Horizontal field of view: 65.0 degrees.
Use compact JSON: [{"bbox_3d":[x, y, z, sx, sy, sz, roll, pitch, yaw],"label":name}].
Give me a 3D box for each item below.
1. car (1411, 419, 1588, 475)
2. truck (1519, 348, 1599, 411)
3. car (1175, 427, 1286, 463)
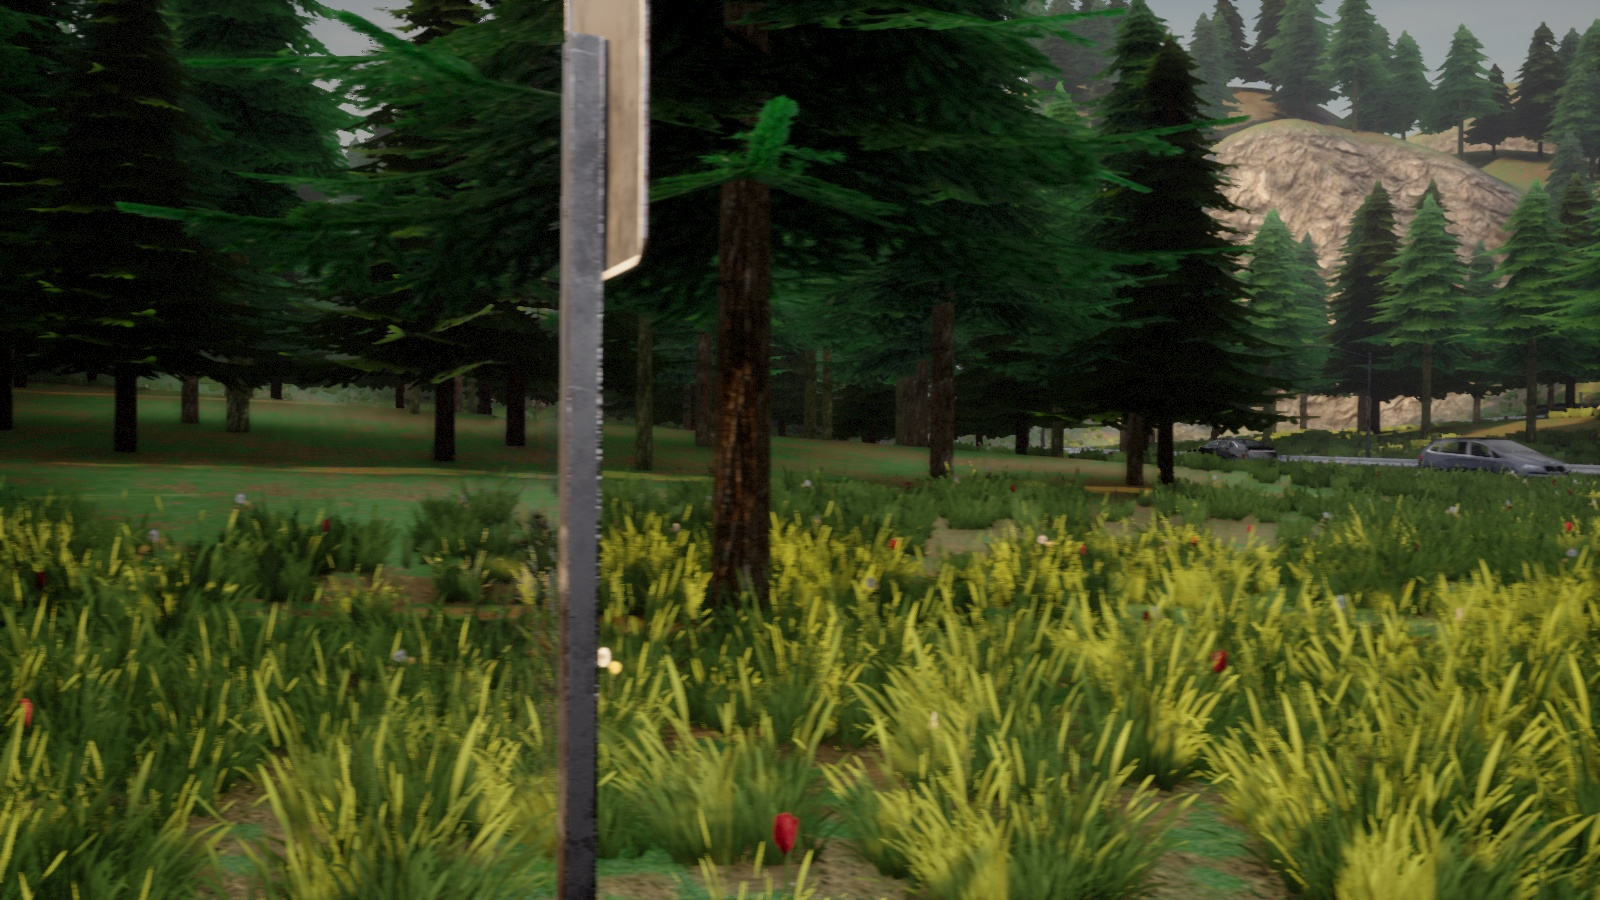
[{"bbox_3d":[22.331,-0.115,40.320,2.242,1.667,4.611,-1,1,-21],"label":"car"},{"bbox_3d":[50.545,-4.586,79.507,2.891,3.462,7.936,-1,-4,-43],"label":"truck"},{"bbox_3d":[19.579,-0.251,57.358,2.128,1.511,4.902,-1,1,-21],"label":"car"}]
